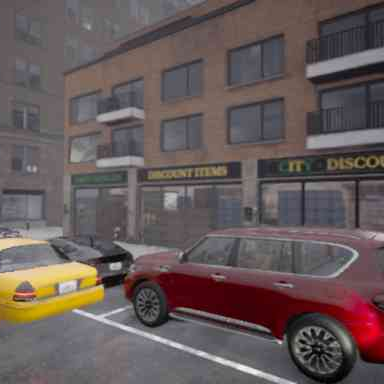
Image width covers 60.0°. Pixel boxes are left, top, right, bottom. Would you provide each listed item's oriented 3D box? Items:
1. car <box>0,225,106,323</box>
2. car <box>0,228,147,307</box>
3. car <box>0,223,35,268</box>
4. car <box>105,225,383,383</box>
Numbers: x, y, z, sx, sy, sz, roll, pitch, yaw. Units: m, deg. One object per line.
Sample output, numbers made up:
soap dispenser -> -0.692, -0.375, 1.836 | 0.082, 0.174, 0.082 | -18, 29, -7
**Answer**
car -> -4.203, 1.655, 7.333 | 5.366, 1.575, 1.801 | -1, -2, 37
car -> -3.478, 1.821, 9.137 | 4.313, 1.339, 1.947 | -1, -2, 37
car -> -8.007, 1.896, 12.546 | 4.313, 1.339, 1.947 | -1, -2, 37
car -> 1.052, 1.496, 5.733 | 5.009, 1.841, 2.192 | -1, -2, 37
